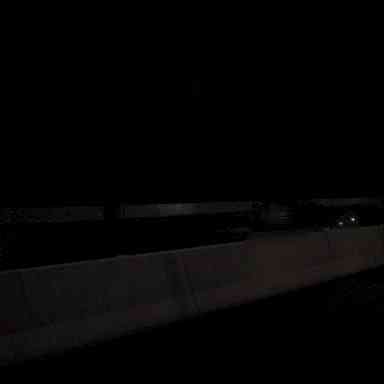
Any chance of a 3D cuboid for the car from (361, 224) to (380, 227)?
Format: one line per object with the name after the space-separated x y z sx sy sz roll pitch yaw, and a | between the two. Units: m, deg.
11.270 1.562 22.515 5.357 1.411 2.033 0 0 -42 | car
